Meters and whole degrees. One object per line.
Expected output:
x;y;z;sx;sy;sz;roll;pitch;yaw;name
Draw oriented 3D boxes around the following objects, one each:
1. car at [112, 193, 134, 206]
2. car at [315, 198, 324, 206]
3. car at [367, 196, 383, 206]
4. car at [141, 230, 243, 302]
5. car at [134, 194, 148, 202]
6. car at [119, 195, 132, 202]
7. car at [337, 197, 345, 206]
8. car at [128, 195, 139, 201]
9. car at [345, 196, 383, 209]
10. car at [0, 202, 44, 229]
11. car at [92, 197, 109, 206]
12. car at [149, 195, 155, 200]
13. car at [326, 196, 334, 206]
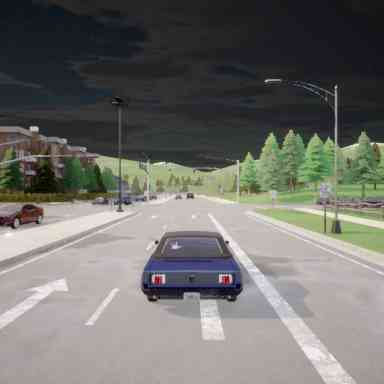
-11.584;1.220;55.255;2.150;2.045;5.566;0;0;0;car
23.020;1.491;55.449;4.902;1.511;2.128;0;0;0;car
32.138;1.491;55.495;4.902;1.511;2.128;0;0;0;car
0.001;1.601;8.240;1.895;1.301;4.718;0;0;0;car
-11.670;1.478;76.125;1.882;1.535;5.008;0;0;-1;car
-15.167;1.478;75.888;1.882;1.535;5.008;0;0;-1;car
23.931;1.601;48.460;4.718;1.301;1.895;0;0;0;car
-15.347;1.525;87.805;2.128;1.511;4.902;0;0;-1;car
23.847;1.352;44.960;4.553;1.767;2.097;0;0;0;car
-11.553;1.478;21.800;1.882;1.535;5.008;0;0;0;car
-15.077;1.525;54.907;1.812;1.442;4.674;0;0;0;car
-11.864;1.540;89.017;2.033;1.411;5.357;0;0;-1;car
24.139;1.491;51.960;4.902;1.511;2.128;0;0;0;car
